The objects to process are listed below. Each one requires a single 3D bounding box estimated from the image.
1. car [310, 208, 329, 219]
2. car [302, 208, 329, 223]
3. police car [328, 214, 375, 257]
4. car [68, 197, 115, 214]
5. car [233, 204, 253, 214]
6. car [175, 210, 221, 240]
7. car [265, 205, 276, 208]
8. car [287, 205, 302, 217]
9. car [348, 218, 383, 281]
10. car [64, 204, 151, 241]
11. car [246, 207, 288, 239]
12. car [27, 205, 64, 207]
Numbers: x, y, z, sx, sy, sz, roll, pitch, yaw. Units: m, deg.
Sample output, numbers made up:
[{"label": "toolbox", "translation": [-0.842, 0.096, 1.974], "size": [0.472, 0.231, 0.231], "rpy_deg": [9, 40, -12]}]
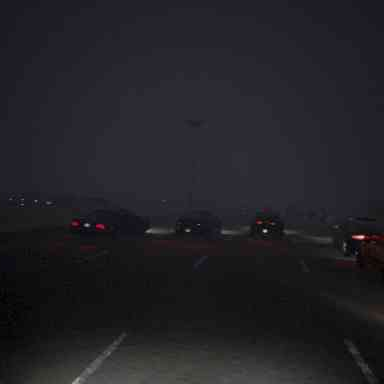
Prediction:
[{"label": "car", "translation": [17.967, 2.972, 46.667], "size": [1.994, 1.385, 4.181], "rpy_deg": [3, -1, 27]}, {"label": "car", "translation": [13.900, 2.590, 37.066], "size": [2.128, 1.511, 4.902], "rpy_deg": [3, -1, 23]}, {"label": "police car", "translation": [7.783, 1.987, 15.371], "size": [1.930, 1.638, 5.238], "rpy_deg": [3, -1, 15]}, {"label": "car", "translation": [-9.885, 1.316, 33.185], "size": [1.837, 1.490, 4.892], "rpy_deg": [3, -1, 19]}, {"label": "car", "translation": [7.649, 2.435, 48.876], "size": [2.033, 1.411, 5.357], "rpy_deg": [3, -1, 25]}, {"label": "car", "translation": [0.416, 1.731, 18.413], "size": [1.812, 1.442, 4.674], "rpy_deg": [3, -1, 15]}, {"label": "car", "translation": [11.475, 2.612, 48.670], "size": [1.812, 1.442, 4.674], "rpy_deg": [3, -1, 25]}, {"label": "car", "translation": [14.770, 2.601, 47.468], "size": [2.097, 1.767, 4.553], "rpy_deg": [3, 0, 25]}, {"label": "car", "translation": [6.470, 1.896, 10.121], "size": [1.801, 1.575, 5.366], "rpy_deg": [3, -1, 13]}, {"label": "car", "translation": [-3.798, 1.512, 16.465], "size": [2.033, 1.411, 5.357], "rpy_deg": [3, -1, 15]}, {"label": "car", "translation": [4.764, 1.960, 20.707], "size": [1.837, 1.490, 4.892], "rpy_deg": [2, -1, 17]}, {"label": "car", "translation": [-13.541, 0.971, 33.203], "size": [2.097, 1.767, 4.553], "rpy_deg": [3, -1, 18]}]
